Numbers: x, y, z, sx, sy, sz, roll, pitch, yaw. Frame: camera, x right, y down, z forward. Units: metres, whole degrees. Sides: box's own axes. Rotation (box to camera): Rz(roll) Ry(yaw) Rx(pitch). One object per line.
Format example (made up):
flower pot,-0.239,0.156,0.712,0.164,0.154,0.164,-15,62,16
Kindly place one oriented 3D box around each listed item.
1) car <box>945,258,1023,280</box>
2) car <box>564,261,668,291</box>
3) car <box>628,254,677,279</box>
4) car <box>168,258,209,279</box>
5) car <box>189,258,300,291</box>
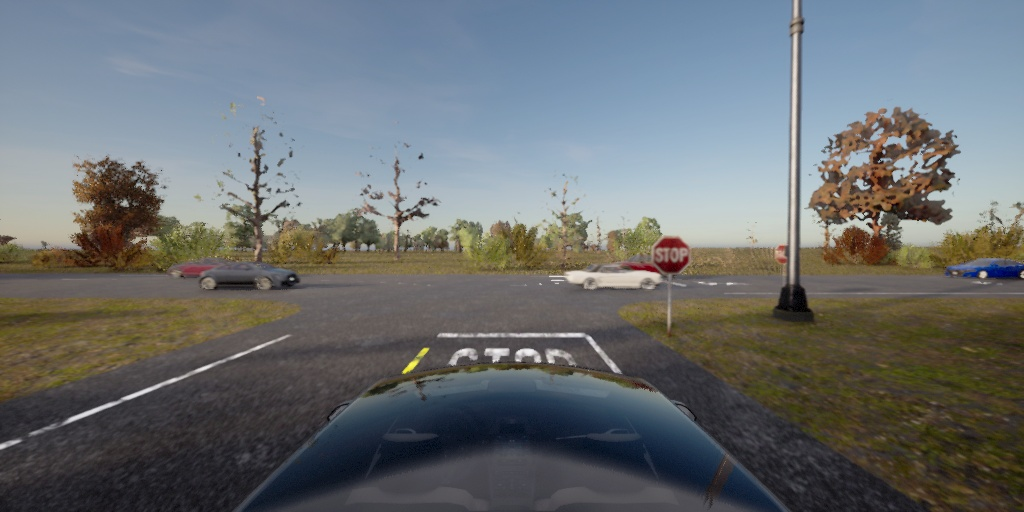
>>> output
car,35.099,0.947,26.474,5.008,1.535,1.882,-1,1,-2
car,5.195,1.068,18.598,4.718,1.301,1.895,0,1,-1
car,9.238,0.671,25.719,4.553,1.767,2.097,0,1,-2
car,-21.180,0.810,24.911,4.181,1.385,1.994,0,1,-2
car,-13.187,0.980,18.147,4.181,1.385,1.994,0,1,-2
